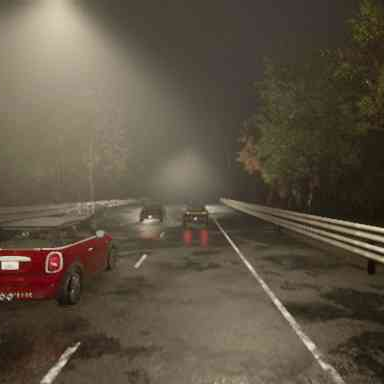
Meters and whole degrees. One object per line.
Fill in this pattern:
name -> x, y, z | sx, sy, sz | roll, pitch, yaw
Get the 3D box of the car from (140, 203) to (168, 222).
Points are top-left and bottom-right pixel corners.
car -> -3.161, 1.671, 27.867 | 1.837, 1.490, 4.892 | 0, 0, 1

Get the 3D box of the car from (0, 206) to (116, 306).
car -> -3.368, 1.402, 8.322 | 2.097, 1.767, 4.553 | 0, 0, 0

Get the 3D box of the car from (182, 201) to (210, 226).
car -> 0.287, 1.636, 24.732 | 2.128, 1.511, 4.902 | 0, -1, 1
